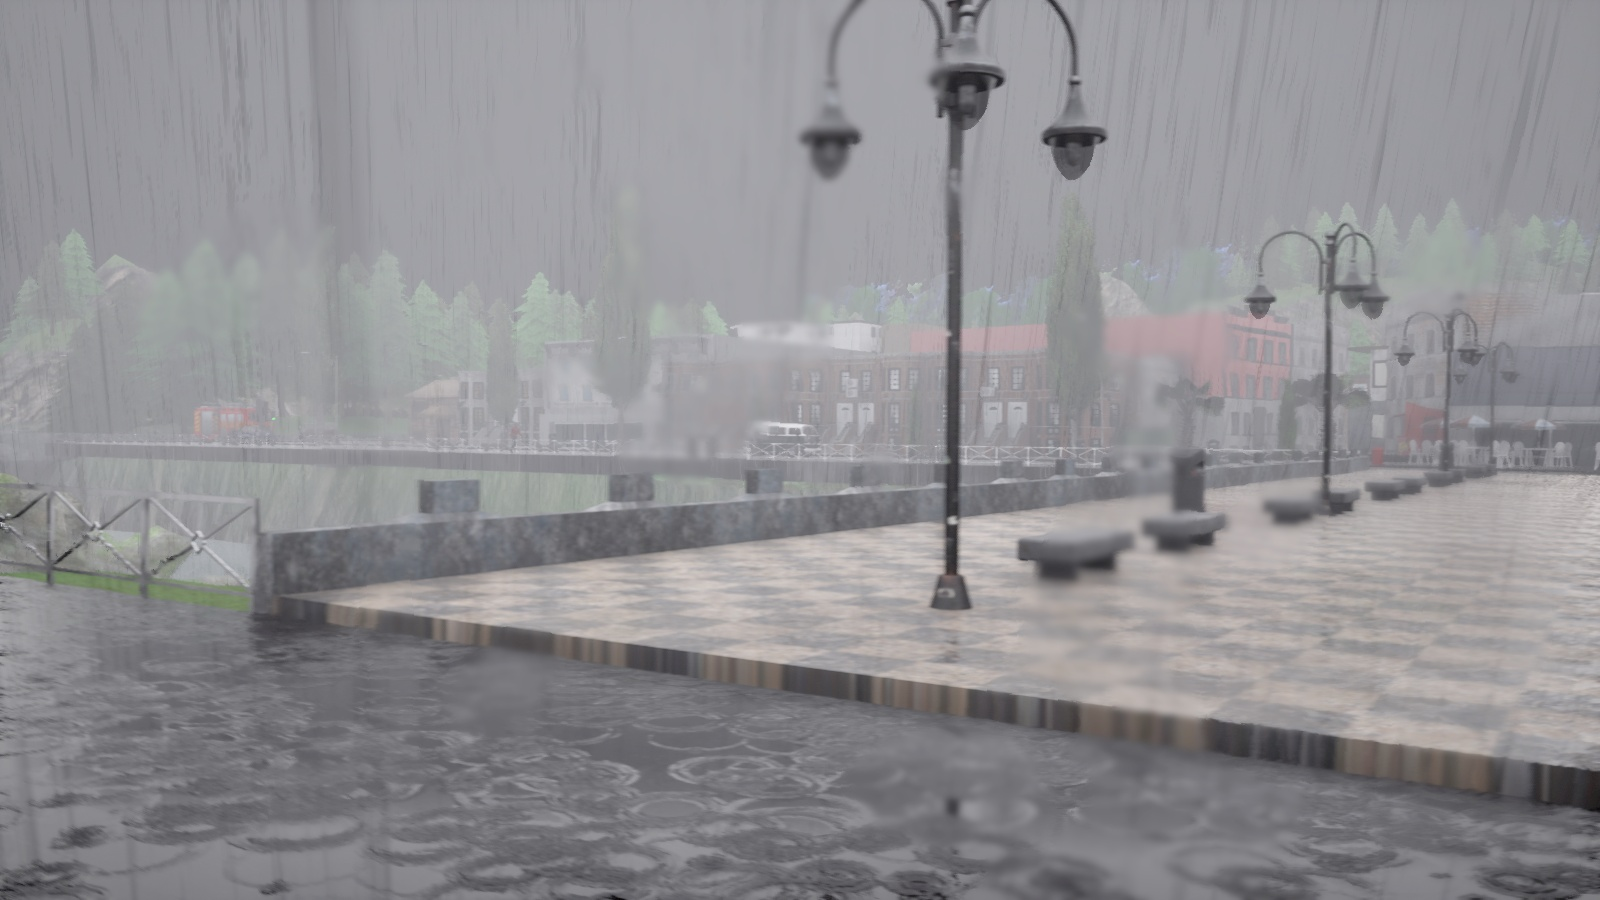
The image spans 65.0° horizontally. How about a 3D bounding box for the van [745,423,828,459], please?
[{"bbox_3d":[-0.794,-0.548,73.975,4.480,2.038,2.069,0,1,34],"label":"van"}]
